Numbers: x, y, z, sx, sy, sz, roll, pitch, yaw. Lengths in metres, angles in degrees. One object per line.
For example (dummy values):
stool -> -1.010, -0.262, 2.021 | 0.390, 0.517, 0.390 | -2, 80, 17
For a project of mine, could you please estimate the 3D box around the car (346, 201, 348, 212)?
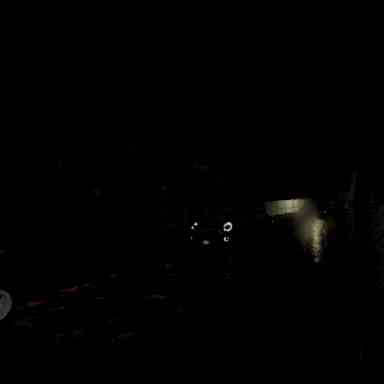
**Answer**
car -> 18.189, 1.359, 36.624 | 1.812, 1.442, 4.674 | -3, -2, 37

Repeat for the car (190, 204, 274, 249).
car -> 1.854, 1.354, 14.692 | 2.097, 1.767, 4.553 | -3, -1, 37

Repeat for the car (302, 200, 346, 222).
car -> 10.081, 1.391, 25.765 | 1.882, 1.535, 5.008 | -3, -1, 37

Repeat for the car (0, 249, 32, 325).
car -> -4.617, 1.517, 4.543 | 1.882, 1.535, 5.008 | -1, 0, 19
